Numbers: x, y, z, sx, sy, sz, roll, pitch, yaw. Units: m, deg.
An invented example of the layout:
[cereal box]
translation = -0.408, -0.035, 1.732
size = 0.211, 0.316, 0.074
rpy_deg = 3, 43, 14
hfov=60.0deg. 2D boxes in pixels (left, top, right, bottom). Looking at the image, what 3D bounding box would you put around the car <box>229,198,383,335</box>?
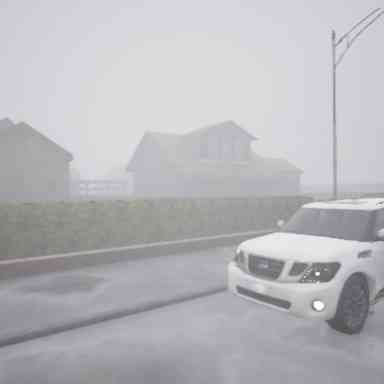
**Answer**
[car]
translation = 3.315, 1.185, 7.045
size = 5.566, 2.045, 2.150
rpy_deg = -1, 0, -36
